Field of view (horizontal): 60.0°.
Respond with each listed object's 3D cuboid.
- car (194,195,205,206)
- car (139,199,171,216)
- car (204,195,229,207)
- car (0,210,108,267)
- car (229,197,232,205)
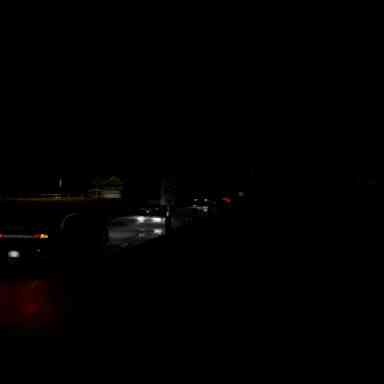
[{"bbox_3d":[1.709,1.257,51.837,2.097,1.767,4.553,0,0,13],"label":"car"},{"bbox_3d":[-3.203,1.358,30.127,1.812,1.442,4.674,0,0,13],"label":"car"},{"bbox_3d":[3.617,1.458,47.464,2.033,1.411,5.357,0,0,13],"label":"car"},{"bbox_3d":[-4.231,1.328,10.724,2.128,1.511,4.902,0,0,5],"label":"car"},{"bbox_3d":[5.683,1.306,56.991,2.097,1.767,4.553,0,0,13],"label":"car"}]
